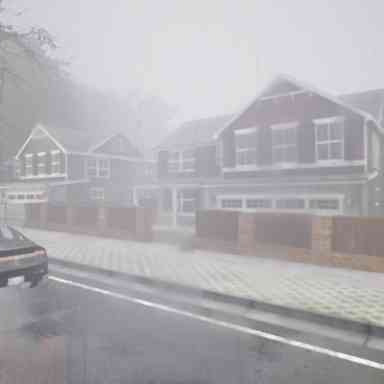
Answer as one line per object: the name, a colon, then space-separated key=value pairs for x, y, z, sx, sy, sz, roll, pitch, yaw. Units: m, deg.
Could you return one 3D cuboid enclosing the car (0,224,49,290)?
car: x=-5.317 y=1.460 z=7.760 sx=4.902 sy=1.511 sz=2.128 roll=1 pitch=0 yaw=36
